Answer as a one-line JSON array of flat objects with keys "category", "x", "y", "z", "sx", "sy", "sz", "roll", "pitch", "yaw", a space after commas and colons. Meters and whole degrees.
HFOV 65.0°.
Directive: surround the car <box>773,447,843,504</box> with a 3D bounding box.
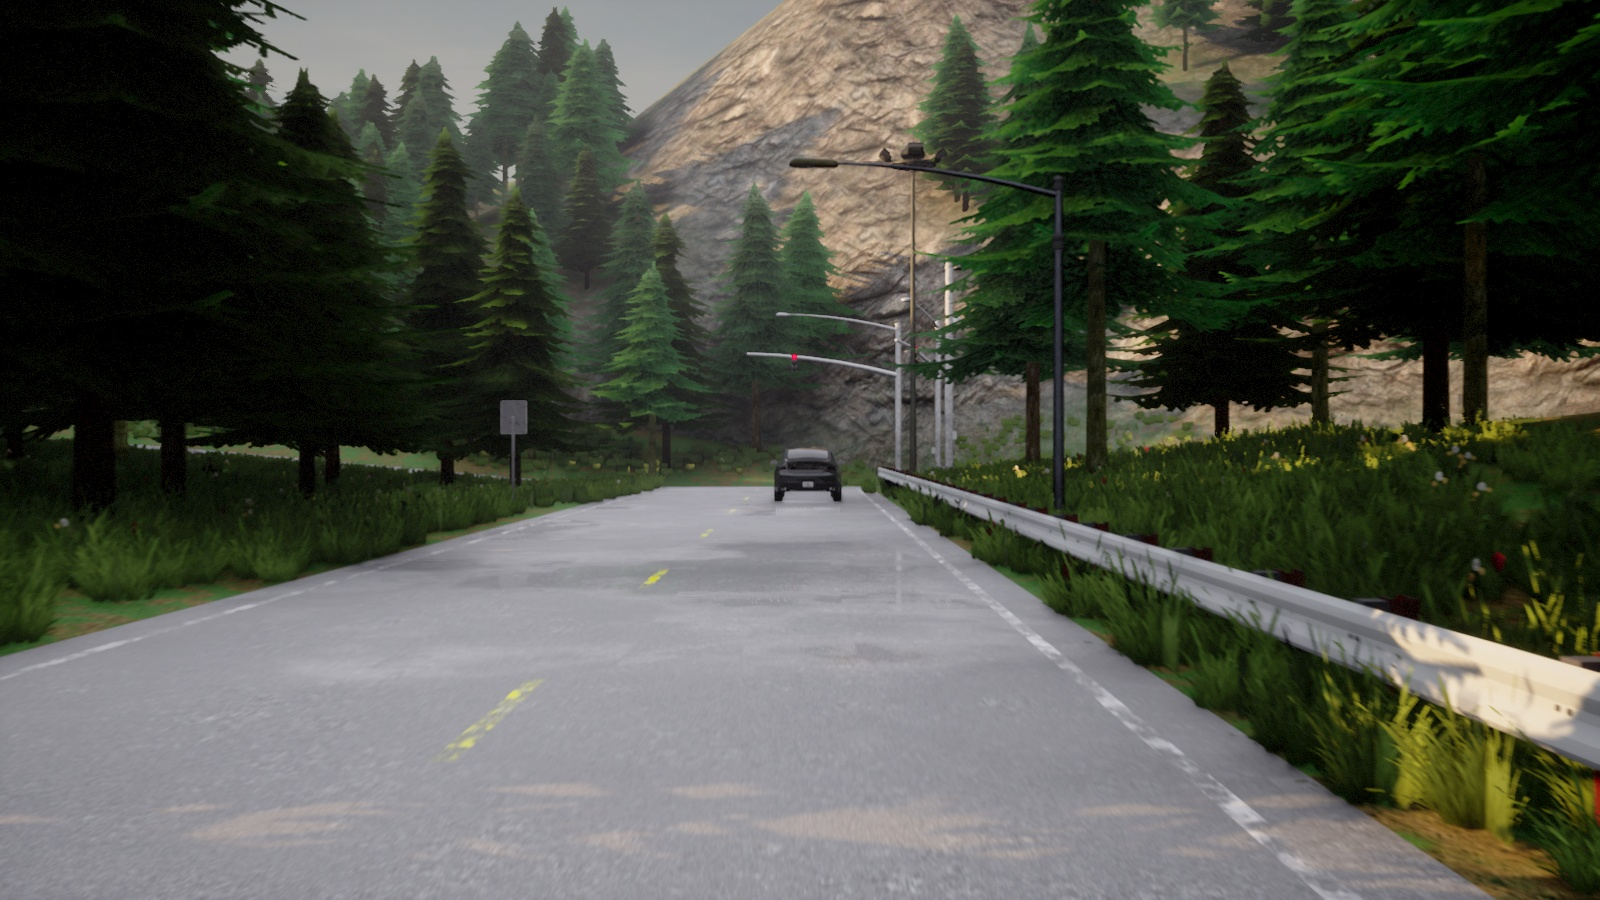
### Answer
[{"category": "car", "x": 0.218, "y": 0.661, "z": 35.307, "sx": 1.837, "sy": 1.490, "sz": 4.892, "roll": 0, "pitch": 0, "yaw": 0}]
